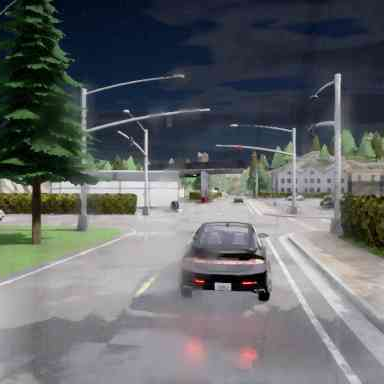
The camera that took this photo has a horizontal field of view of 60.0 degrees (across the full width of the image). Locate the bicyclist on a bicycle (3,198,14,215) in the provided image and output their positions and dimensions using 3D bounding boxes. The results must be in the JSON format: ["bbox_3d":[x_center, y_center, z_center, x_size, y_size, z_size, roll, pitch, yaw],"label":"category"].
[{"bbox_3d":[-17.956,1.453,32.524,0.582,1.620,1.656,0,0,7],"label":"bicyclist on a bicycle"}]

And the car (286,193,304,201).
[{"bbox_3d":[23.376,1.361,75.658,3.806,1.475,1.970,0,0,8],"label":"car"}]

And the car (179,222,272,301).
[{"bbox_3d":[0.886,1.492,8.398,2.128,1.511,4.902,0,0,8],"label":"car"}]

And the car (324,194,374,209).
[{"bbox_3d":[18.297,1.340,38.610,4.514,1.523,2.007,0,0,8],"label":"car"}]

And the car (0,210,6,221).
[{"bbox_3d":[-16.577,1.526,25.188,4.674,1.442,1.812,0,0,8],"label":"car"}]

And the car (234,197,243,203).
[{"bbox_3d":[9.451,1.601,67.387,1.895,1.301,4.718,0,0,8],"label":"car"}]

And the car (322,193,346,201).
[{"bbox_3d":[31.779,1.097,74.520,4.605,1.855,1.932,0,0,8],"label":"car"}]

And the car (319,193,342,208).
[{"bbox_3d":[18.680,1.330,41.724,5.027,1.636,2.152,0,0,8],"label":"car"}]

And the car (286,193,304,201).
[{"bbox_3d":[24.442,1.077,78.866,3.866,1.878,1.905,0,0,8],"label":"car"}]
